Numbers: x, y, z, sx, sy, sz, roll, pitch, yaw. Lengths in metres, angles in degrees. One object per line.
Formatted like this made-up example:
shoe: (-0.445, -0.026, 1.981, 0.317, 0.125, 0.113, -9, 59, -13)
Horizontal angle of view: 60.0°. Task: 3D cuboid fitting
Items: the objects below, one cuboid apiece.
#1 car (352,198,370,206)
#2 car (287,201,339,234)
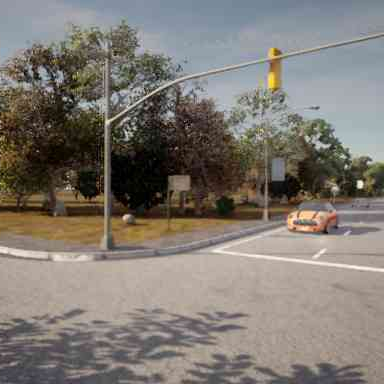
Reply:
car: (20.891, 1.309, 41.117, 1.812, 1.442, 4.674, 0, 0, 32)
car: (7.021, 1.325, 19.149, 2.097, 1.767, 4.553, 0, 0, 32)
